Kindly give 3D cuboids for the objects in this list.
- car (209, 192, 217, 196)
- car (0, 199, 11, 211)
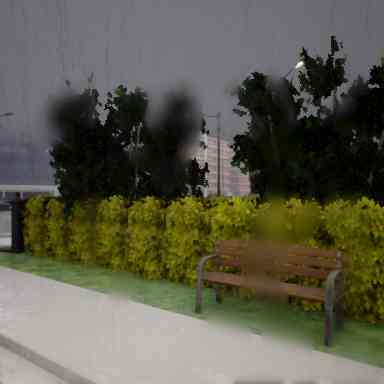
[{"bbox_3d":[3.118,0.796,63.936,2.128,1.511,4.902,0,1,35],"label":"car"},{"bbox_3d":[-20.708,1.512,36.139,2.033,1.411,5.357,0,0,35],"label":"car"}]
